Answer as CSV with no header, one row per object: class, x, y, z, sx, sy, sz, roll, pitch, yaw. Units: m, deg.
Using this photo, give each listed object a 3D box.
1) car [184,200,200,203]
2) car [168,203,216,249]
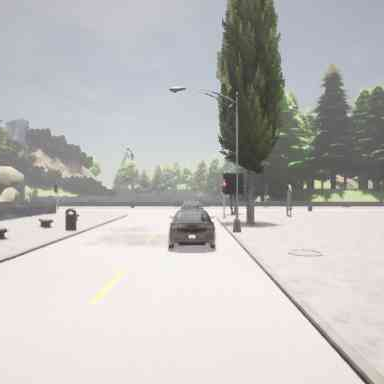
car,0.000,1.494,29.650,2.128,1.511,4.902,0,0,0
car,0.000,1.484,14.650,1.882,1.535,5.008,0,0,0
